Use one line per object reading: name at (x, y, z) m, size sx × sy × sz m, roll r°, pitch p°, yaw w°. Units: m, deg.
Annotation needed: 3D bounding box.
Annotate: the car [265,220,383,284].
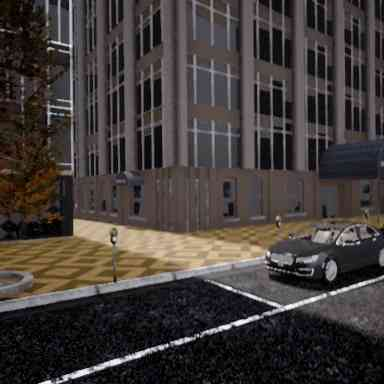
car at (3.935, 1.517, 9.372) m, size 4.403 × 1.369 × 2.008 m, roll 0°, pitch 0°, yaw -35°
